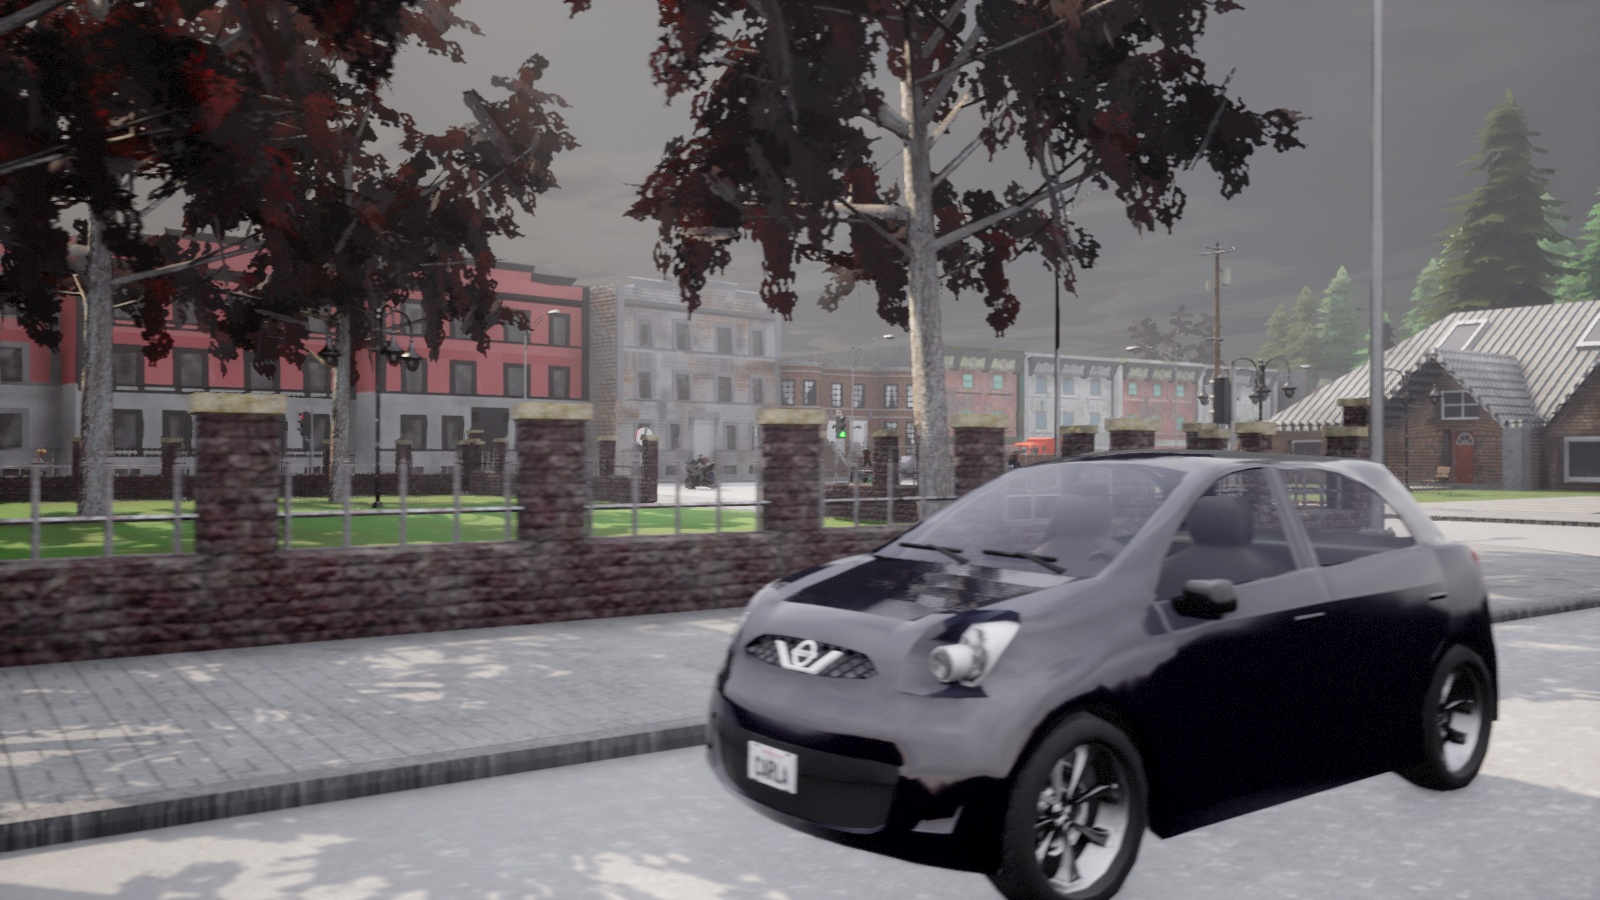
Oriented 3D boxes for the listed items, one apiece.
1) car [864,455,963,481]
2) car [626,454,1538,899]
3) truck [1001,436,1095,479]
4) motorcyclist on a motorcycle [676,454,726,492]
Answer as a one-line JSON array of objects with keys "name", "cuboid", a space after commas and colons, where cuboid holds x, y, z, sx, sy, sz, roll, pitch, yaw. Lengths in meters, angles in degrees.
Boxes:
[{"name": "car", "cuboid": [6.266, 0.962, 69.110, 5.357, 1.411, 2.033, 0, 0, -35]}, {"name": "car", "cuboid": [1.322, 0.770, 5.298, 3.633, 1.501, 1.845, 0, 0, -37]}, {"name": "truck", "cuboid": [14.865, 0.427, 75.188, 5.204, 2.467, 2.627, 0, 0, -35]}, {"name": "motorcyclist on a motorcycle", "cuboid": [-4.058, 0.923, 51.376, 0.866, 1.530, 2.191, -1, 0, -41]}]
